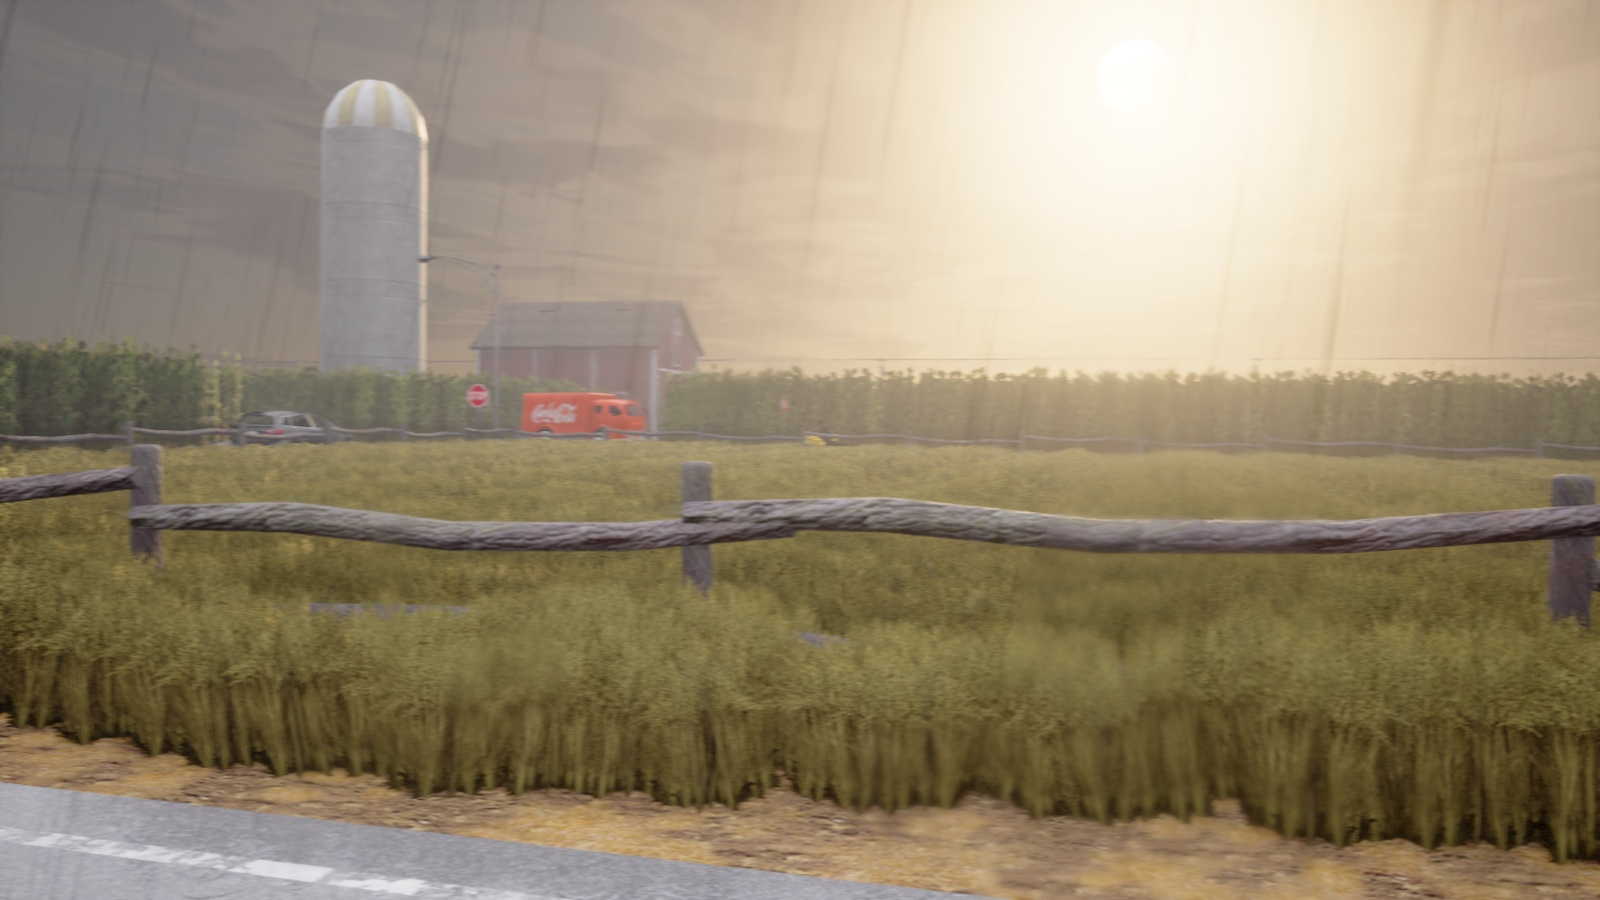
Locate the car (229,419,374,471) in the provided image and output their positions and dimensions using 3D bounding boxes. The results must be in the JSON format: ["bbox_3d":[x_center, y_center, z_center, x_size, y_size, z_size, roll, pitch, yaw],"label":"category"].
[{"bbox_3d":[-16.981,-0.209,43.068,2.242,1.667,4.611,0,2,16],"label":"car"}]

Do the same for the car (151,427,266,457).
[{"bbox_3d":[-27.363,-0.371,58.093,4.718,1.301,1.895,0,1,17],"label":"car"}]

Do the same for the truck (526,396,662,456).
[{"bbox_3d":[-8.830,-1.006,53.889,5.204,2.467,2.627,0,1,25],"label":"truck"}]

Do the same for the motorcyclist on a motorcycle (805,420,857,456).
[{"bbox_3d":[1.290,-0.516,52.777,2.044,1.523,0.797,0,1,17],"label":"motorcyclist on a motorcycle"}]
